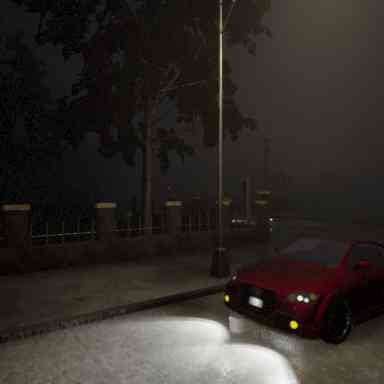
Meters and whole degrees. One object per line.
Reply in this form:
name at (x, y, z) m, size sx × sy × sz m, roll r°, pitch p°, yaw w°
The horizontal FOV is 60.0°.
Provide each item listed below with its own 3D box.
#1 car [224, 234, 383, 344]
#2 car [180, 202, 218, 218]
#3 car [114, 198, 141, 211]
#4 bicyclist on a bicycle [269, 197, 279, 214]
car at (2.648, 1.564, 6.428) m, size 4.181 × 1.385 × 1.994 m, roll 0°, pitch 0°, yaw -35°
car at (0.656, 1.564, 28.347) m, size 1.994 × 1.385 × 4.181 m, roll 0°, pitch 0°, yaw -35°
car at (-7.915, 1.492, 40.450) m, size 2.128 × 1.511 × 4.902 m, roll 0°, pitch 0°, yaw -35°
bicyclist on a bicycle at (7.994, 1.349, 32.513) m, size 1.656 × 1.620 × 0.582 m, roll 0°, pitch 0°, yaw -36°
